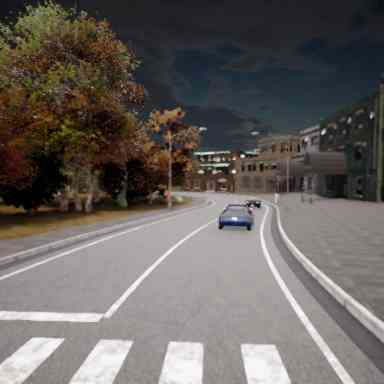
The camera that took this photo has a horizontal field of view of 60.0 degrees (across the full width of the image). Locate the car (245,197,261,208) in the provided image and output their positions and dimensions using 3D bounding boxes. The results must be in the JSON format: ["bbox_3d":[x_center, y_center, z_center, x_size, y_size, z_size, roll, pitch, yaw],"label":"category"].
[{"bbox_3d":[7.535,1.247,41.396,1.895,1.301,4.718,1,1,10],"label":"car"}]

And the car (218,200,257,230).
[{"bbox_3d":[2.845,1.474,20.925,1.994,1.385,4.181,1,1,12],"label":"car"}]
